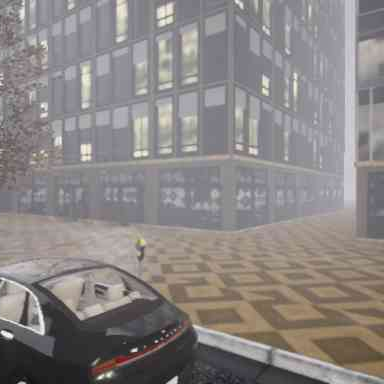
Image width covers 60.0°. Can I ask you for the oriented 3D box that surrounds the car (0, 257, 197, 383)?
[{"bbox_3d":[-1.996,1.547,4.294,4.403,1.369,2.008,0,0,36],"label":"car"}]
